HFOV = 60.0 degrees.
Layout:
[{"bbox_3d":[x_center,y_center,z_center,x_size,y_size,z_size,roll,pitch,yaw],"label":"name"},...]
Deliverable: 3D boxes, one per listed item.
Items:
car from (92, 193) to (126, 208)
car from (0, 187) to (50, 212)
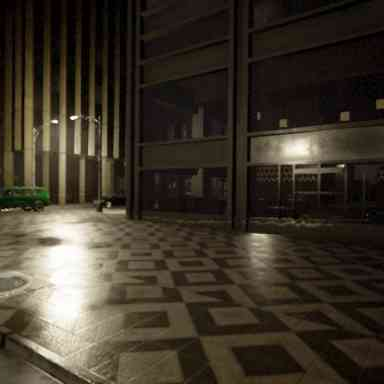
[{"bbox_3d":[-8.070,0.814,34.816,1.882,1.535,5.008,1,1,35],"label":"car"},{"bbox_3d":[-14.090,0.603,26.284,2.150,2.045,5.566,1,1,37],"label":"car"}]
